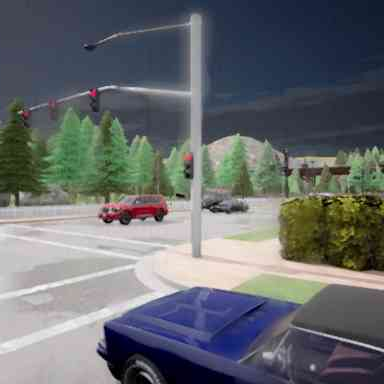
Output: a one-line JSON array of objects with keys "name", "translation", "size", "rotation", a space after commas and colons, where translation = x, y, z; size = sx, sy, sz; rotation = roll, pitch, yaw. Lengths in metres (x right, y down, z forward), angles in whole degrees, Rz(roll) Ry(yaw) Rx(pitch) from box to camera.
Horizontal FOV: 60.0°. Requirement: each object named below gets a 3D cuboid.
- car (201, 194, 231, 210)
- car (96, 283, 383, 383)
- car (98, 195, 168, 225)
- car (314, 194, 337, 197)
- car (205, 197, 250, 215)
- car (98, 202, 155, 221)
[{"name": "car", "translation": [2.588, 1.212, 38.432], "size": [2.150, 2.045, 5.566], "rotation": [0, 0, 39]}, {"name": "car", "translation": [1.277, 1.601, 3.054], "size": [4.718, 1.301, 1.895], "rotation": [0, 0, 36]}, {"name": "car", "translation": [-4.128, 1.212, 24.366], "size": [2.150, 2.045, 5.566], "rotation": [0, 0, 38]}, {"name": "car", "translation": [15.126, 1.215, 37.073], "size": [2.150, 2.045, 5.566], "rotation": [0, 0, 38]}, {"name": "car", "translation": [4.038, 1.537, 34.649], "size": [2.033, 1.411, 5.357], "rotation": [0, 0, 39]}, {"name": "car", "translation": [-5.474, 1.590, 28.301], "size": [1.895, 1.301, 4.718], "rotation": [0, 0, 38]}]
